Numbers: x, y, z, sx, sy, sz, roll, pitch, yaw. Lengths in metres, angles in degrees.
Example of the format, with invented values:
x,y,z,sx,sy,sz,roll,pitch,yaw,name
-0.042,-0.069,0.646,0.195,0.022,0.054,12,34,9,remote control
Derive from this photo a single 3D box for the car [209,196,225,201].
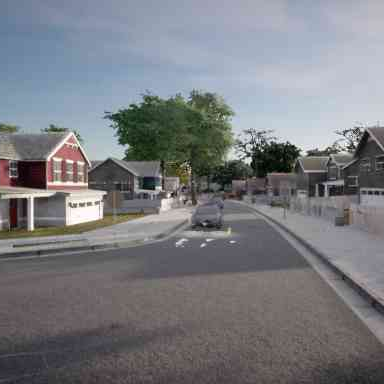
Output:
x,y,z,sx,sy,sz,roll,pitch,yaw,name
3.442,1.418,46.359,2.097,1.767,4.553,0,0,4,car

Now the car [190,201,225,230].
x,y,z,sx,sy,sz,roll,pitch,yaw,name
1.045,1.571,21.498,1.837,1.490,4.892,0,0,7,car
